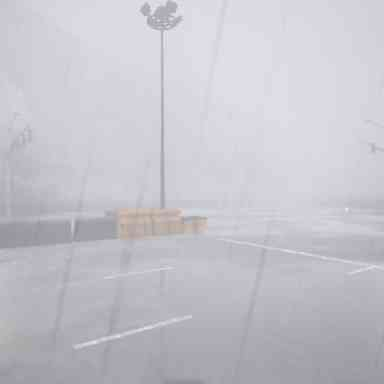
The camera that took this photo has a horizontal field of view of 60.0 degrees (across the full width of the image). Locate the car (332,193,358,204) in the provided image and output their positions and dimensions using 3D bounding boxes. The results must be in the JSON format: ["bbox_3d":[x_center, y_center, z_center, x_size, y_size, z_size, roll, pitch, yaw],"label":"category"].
[{"bbox_3d":[26.267,1.136,57.164,4.553,1.767,2.097,0,0,-35],"label":"car"}]

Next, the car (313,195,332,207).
[{"bbox_3d":[20.395,1.178,48.698,4.553,1.767,2.097,0,0,-35],"label":"car"}]

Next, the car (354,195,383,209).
[{"bbox_3d":[22.902,1.361,41.890,4.674,1.442,1.812,0,0,-35],"label":"car"}]

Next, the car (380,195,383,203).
[{"bbox_3d":[35.805,1.248,59.607,4.892,1.490,1.837,0,0,-35],"label":"car"}]

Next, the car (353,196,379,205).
[{"bbox_3d":[28.527,1.346,54.467,4.181,1.385,1.994,0,0,-34],"label":"car"}]

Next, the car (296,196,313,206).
[{"bbox_3d":[18.126,1.319,51.378,4.902,1.511,2.128,0,0,-36],"label":"car"}]

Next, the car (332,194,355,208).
[{"bbox_3d":[21.943,1.376,45.512,5.357,1.411,2.033,0,0,-36],"label":"car"}]

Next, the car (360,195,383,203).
[{"bbox_3d":[33.924,1.282,62.563,5.357,1.411,2.033,0,0,-36],"label":"car"}]

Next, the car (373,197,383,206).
[{"bbox_3d":[30.042,1.386,51.276,4.718,1.301,1.895,0,0,-35],"label":"car"}]
